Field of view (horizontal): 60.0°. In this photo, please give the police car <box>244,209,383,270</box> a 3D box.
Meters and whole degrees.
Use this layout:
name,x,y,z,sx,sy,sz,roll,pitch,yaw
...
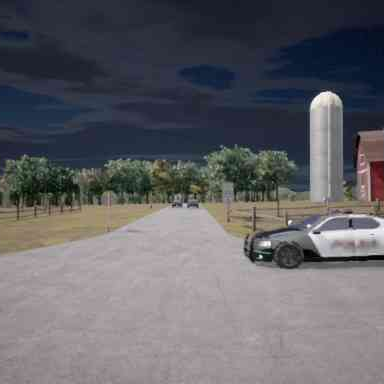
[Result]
name,x,y,z,sx,sy,sz,roll,pitch,yaw
police car,4.128,1.346,9.975,4.974,1.542,2.038,-2,-1,0

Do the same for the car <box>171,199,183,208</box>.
name,x,y,z,sx,sy,sz,roll,pitch,yaw
car,-2.584,2.034,59.087,2.033,1.411,5.357,0,-1,0

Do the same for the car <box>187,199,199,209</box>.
name,x,y,z,sx,sy,sz,roll,pitch,yaw
car,0.152,1.925,54.470,1.837,1.490,4.892,0,-1,0
